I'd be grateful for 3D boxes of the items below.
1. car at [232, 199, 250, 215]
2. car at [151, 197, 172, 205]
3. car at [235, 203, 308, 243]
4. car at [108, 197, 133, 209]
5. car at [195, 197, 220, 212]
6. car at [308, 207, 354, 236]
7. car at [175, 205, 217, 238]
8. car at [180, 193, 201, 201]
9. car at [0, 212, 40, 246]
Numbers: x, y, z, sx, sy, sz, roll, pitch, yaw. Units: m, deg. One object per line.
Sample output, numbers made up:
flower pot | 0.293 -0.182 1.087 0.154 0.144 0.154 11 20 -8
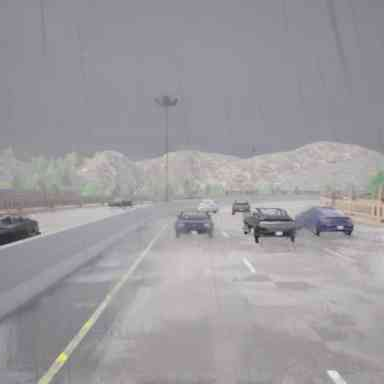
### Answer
car | 5.155 1.493 34.235 2.128 1.511 4.902 0 0 10
car | -4.713 1.507 52.421 1.837 1.490 4.892 0 0 19
car | 3.620 1.492 16.172 2.128 1.511 4.902 0 0 0
car | -10.045 1.479 46.972 1.882 1.535 5.008 0 0 16
car | 1.826 1.527 35.505 1.812 1.442 4.674 0 0 10
car | 7.144 1.527 18.253 1.812 1.442 4.674 0 0 1
car | 0.133 1.602 17.801 1.895 1.301 4.718 0 0 1
car | -0.110 1.221 54.791 2.150 2.045 5.566 0 0 21
car | -7.068 1.492 11.490 2.128 1.511 4.902 0 0 0
